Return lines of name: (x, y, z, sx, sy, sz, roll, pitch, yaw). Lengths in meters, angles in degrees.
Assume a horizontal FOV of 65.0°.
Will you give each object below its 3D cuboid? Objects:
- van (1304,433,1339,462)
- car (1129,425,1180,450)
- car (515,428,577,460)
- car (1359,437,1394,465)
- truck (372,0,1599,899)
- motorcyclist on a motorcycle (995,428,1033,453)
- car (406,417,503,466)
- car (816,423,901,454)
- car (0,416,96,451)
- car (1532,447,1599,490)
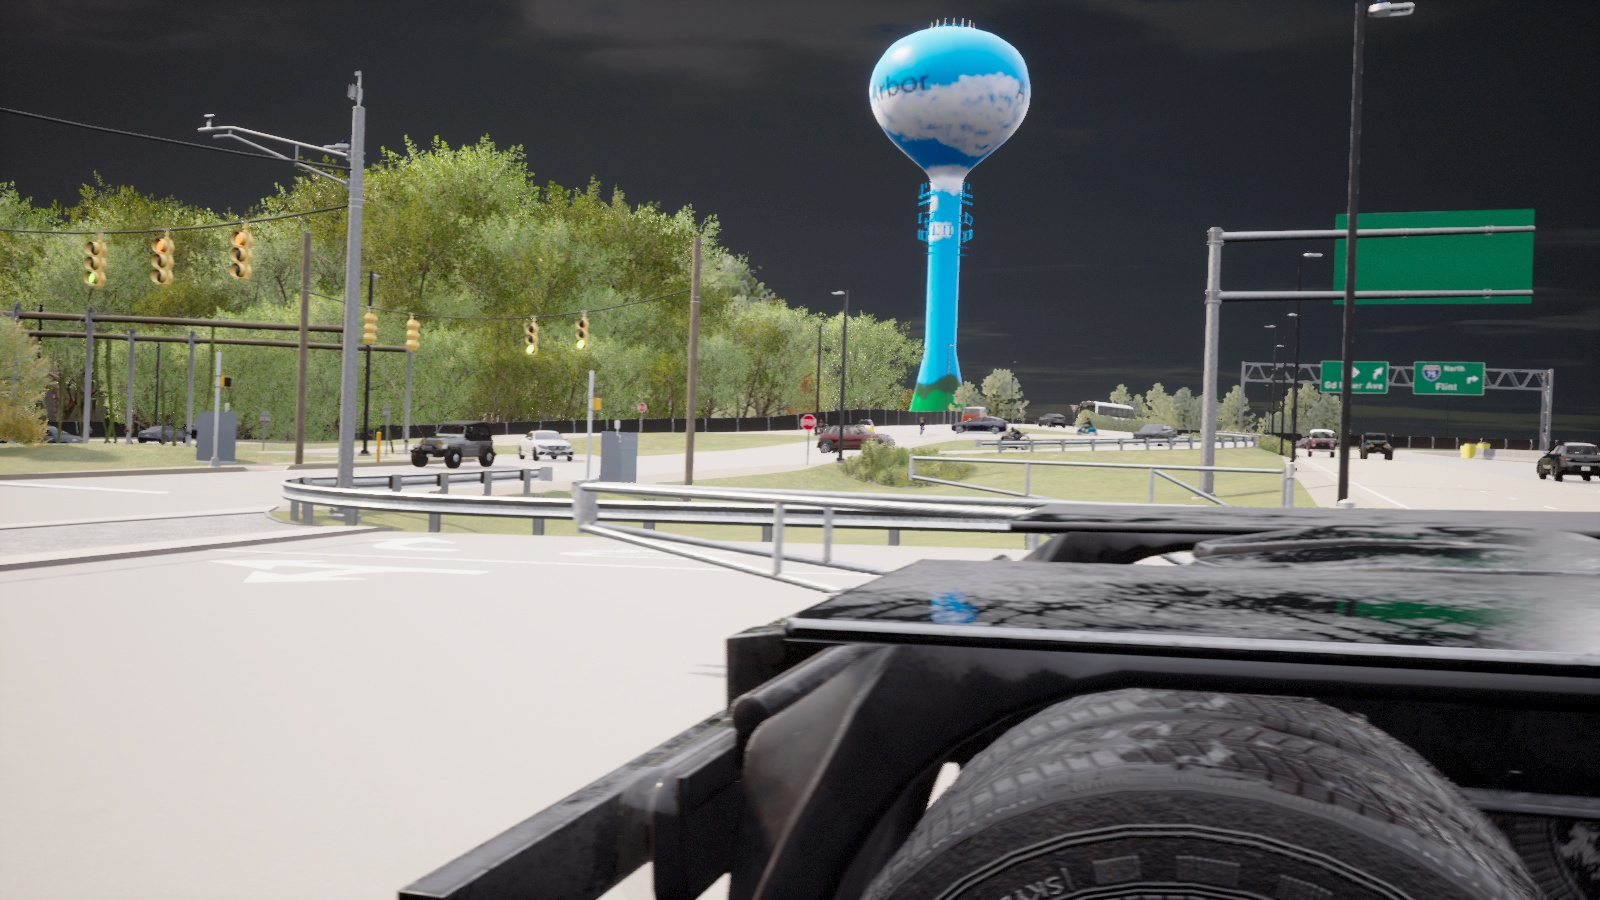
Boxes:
van: (37.853, -0.198, 91.224, 2.069, 2.038, 4.480, 3, 1, 20)
car: (24.298, -0.888, 85.996, 1.882, 1.535, 5.008, 2, 3, 34)
car: (-12.308, -0.320, 60.592, 1.812, 1.442, 4.674, 1, 1, -26)
car: (40.465, 0.036, 88.196, 1.905, 1.878, 3.866, 3, 1, 20)
truck: (3.566, -0.174, 2.027, 7.936, 3.462, 2.891, 0, 1, 19)
motorcyclist on a motorcycle: (13.398, -0.597, 78.703, 2.191, 1.530, 0.866, -1, 1, -21)
car: (-13.975, -0.364, 50.998, 1.905, 1.878, 3.866, 2, 2, 19)
car: (3.468, -0.659, 74.358, 4.553, 1.767, 2.097, 0, 1, 21)
car: (-37.560, -0.806, 62.528, 3.988, 1.617, 1.851, 1, 0, -7)
car: (29.441, 0.686, 47.906, 1.816, 1.474, 4.193, 2, 1, 20)
